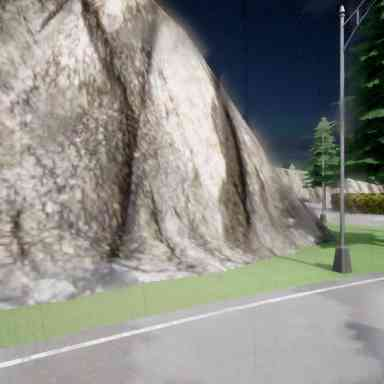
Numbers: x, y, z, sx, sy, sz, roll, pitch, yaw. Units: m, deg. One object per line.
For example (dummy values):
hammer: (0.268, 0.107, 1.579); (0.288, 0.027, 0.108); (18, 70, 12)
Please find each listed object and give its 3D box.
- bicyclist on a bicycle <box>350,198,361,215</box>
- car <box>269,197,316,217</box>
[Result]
bicyclist on a bicycle: (16.430, 1.453, 33.354); (1.656, 1.620, 0.582); (0, 0, -28)
car: (9.438, 1.478, 31.631); (1.882, 1.535, 5.008); (0, 0, -26)
